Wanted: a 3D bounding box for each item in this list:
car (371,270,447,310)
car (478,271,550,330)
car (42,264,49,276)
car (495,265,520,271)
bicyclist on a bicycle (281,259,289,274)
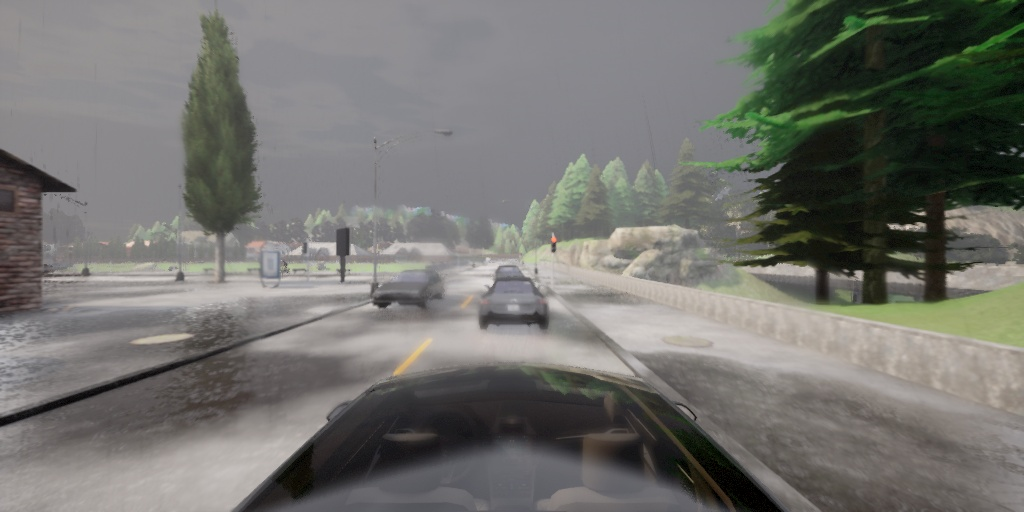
[{"bbox_3d":[-4.042,1.299,15.121,2.033,1.411,5.357,0,0,1],"label":"car"},{"bbox_3d":[0.060,1.313,11.187,1.994,1.385,4.181,0,0,0],"label":"car"},{"bbox_3d":[-46.748,1.244,33.721,4.902,1.511,2.128,0,0,1],"label":"car"},{"bbox_3d":[-0.292,1.300,23.979,2.033,1.411,5.357,0,0,-4],"label":"car"},{"bbox_3d":[-24.116,1.104,37.997,0.582,1.620,1.656,0,0,0],"label":"bicyclist on a bicycle"}]
